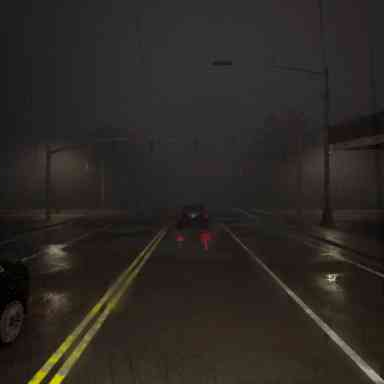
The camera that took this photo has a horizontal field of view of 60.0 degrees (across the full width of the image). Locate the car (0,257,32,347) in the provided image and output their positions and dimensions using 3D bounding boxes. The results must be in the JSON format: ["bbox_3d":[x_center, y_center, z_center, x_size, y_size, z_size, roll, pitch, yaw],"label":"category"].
[{"bbox_3d":[-3.594,1.520,3.602,2.128,1.511,4.902,0,-1,0],"label":"car"}]

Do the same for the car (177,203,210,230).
[{"bbox_3d":[0.086,1.516,22.733,2.097,1.767,4.553,0,0,0],"label":"car"}]
